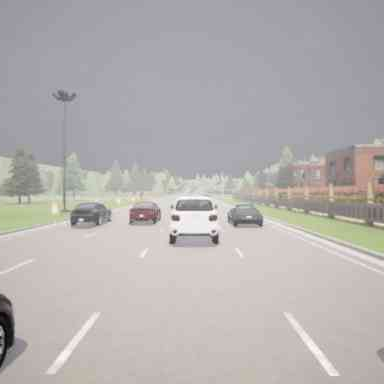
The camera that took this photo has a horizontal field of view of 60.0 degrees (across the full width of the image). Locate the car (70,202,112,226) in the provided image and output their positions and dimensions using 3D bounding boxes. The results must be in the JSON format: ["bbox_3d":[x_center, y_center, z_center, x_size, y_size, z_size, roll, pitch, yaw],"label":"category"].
[{"bbox_3d":[-6.902,1.482,23.148,1.837,1.490,4.892,0,0,0],"label":"car"}]

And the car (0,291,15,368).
[{"bbox_3d":[-3.400,1.349,2.578,2.097,1.767,4.553,0,0,0],"label":"car"}]

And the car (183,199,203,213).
[{"bbox_3d":[0.095,1.510,37.425,2.033,1.411,5.357,0,0,0],"label":"car"}]

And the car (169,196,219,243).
[{"bbox_3d":[0.098,1.207,16.170,2.150,2.045,5.566,0,0,0],"label":"car"}]

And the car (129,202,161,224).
[{"bbox_3d":[-3.402,1.453,24.873,1.882,1.535,5.008,0,0,0],"label":"car"}]

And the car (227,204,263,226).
[{"bbox_3d":[3.598,1.541,23.003,1.994,1.385,4.181,0,0,0],"label":"car"}]
